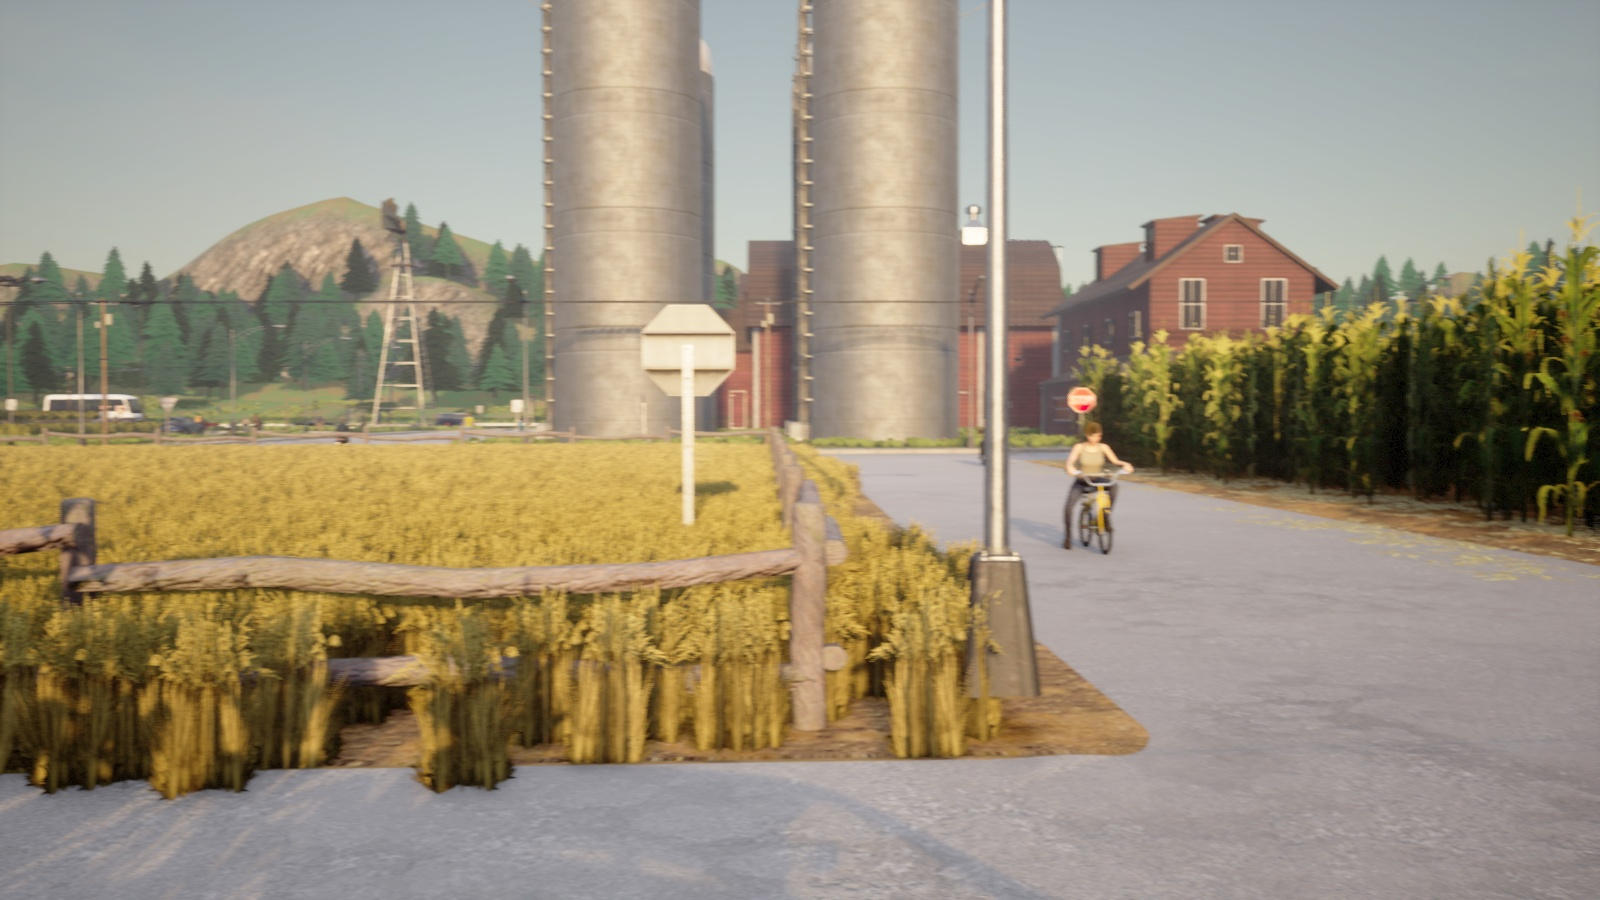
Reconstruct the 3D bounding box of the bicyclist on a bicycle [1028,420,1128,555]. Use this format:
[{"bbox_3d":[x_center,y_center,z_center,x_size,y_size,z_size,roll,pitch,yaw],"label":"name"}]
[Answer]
[{"bbox_3d":[3.462,0.436,15.759,0.866,1.612,1.509,0,1,-2],"label":"bicyclist on a bicycle"}]
